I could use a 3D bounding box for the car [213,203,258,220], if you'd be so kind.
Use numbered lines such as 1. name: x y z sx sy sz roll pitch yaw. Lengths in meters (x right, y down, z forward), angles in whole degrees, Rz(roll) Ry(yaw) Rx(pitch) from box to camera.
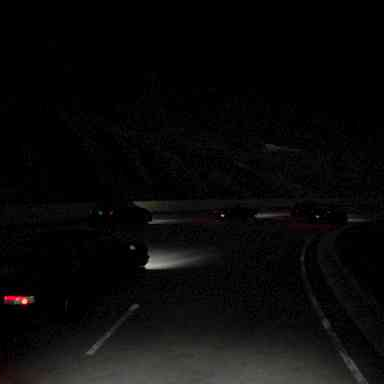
1. car: 3.877 1.640 28.829 1.895 1.301 4.718 0 0 38

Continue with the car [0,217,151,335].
1. car: -2.548 1.533 7.130 2.033 1.411 5.357 0 0 11

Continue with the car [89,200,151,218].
1. car: -4.683 1.328 22.301 2.097 1.767 4.553 0 0 26

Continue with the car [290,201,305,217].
1. car: 11.209 1.569 31.440 5.008 1.535 1.882 0 0 -42

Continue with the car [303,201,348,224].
1. car: 10.676 1.611 26.015 1.812 1.442 4.674 0 0 41
